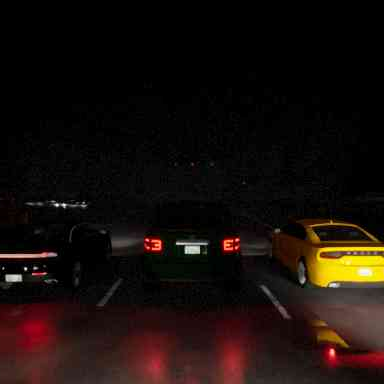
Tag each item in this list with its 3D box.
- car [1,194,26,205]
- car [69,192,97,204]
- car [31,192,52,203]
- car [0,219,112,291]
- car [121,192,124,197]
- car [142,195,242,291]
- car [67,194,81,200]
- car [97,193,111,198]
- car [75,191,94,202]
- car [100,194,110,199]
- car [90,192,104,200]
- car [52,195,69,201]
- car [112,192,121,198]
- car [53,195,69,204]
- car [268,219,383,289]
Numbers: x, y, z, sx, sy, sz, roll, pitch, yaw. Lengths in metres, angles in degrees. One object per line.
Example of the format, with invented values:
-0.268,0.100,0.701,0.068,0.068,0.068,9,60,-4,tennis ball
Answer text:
-28.931,1.133,54.014,2.097,1.767,4.553,0,0,-1,car
-18.484,0.988,56.846,2.150,2.045,5.566,0,0,-1,car
-29.037,0.950,64.344,2.150,2.045,5.566,0,0,-1,car
-3.522,1.482,8.987,2.128,1.511,4.902,0,0,0,car
-19.091,1.157,86.417,1.994,1.385,4.181,0,0,-4,car
-0.013,1.212,9.131,2.150,2.045,5.566,0,0,0,car
-29.401,1.147,82.951,1.812,1.442,4.674,0,0,-1,car
-18.589,1.248,67.441,2.033,1.411,5.357,0,0,-1,car
-22.106,0.928,68.369,2.150,2.045,5.566,0,0,-1,car
-22.633,1.156,86.635,1.994,1.385,4.181,0,0,-4,car
-22.275,1.005,78.042,2.097,1.767,4.553,0,0,-1,car
-29.205,1.267,74.054,1.895,1.301,4.718,0,0,-1,car
-18.765,1.193,77.490,2.033,1.411,5.357,0,0,-1,car
-21.987,1.326,57.660,1.994,1.385,4.181,0,0,-1,car
3.475,1.468,9.186,1.882,1.535,5.008,0,0,0,car
